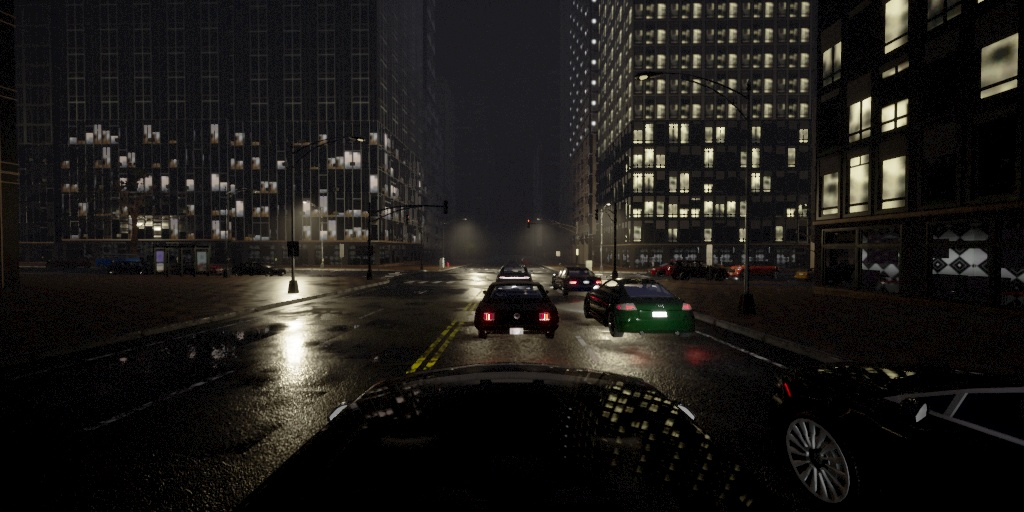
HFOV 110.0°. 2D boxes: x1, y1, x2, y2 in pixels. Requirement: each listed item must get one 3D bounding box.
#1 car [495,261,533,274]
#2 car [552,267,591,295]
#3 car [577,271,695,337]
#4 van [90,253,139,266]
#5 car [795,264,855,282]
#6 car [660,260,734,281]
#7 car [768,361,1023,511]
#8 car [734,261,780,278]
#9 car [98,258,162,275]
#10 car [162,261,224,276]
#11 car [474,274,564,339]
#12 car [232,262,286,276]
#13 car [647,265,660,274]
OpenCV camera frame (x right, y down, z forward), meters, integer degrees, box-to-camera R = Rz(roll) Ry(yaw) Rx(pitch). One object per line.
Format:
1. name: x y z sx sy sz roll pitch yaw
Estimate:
1. car: 0.113 1.232 19.279 2.128 1.511 4.902 0 0 0
2. car: 3.399 1.288 19.481 2.033 1.411 5.357 0 0 -3
3. car: 3.365 1.310 10.251 1.994 1.385 4.181 0 0 -1
4. van: -45.254 0.605 41.172 3.998 1.789 1.690 0 0 1
5. car: 27.666 1.578 31.414 4.829 1.417 1.751 0 0 1
6. car: 16.218 1.268 31.621 5.009 1.841 2.192 0 0 1
7. car: 3.340 1.242 1.421 2.128 1.511 4.902 0 0 0
8. car: 25.019 1.289 37.236 4.553 1.767 2.097 1 1 1
9. car: -34.071 1.069 32.502 4.313 1.339 1.948 0 0 1
10. car: -28.391 1.138 32.323 4.207 1.307 1.802 0 0 1
11. car: 0.106 1.347 10.023 1.895 1.301 4.718 0 0 0
12. car: -22.707 1.174 32.185 4.313 1.339 1.948 0 0 1
13. car: 16.308 1.425 37.397 4.181 1.385 1.994 1 1 1
